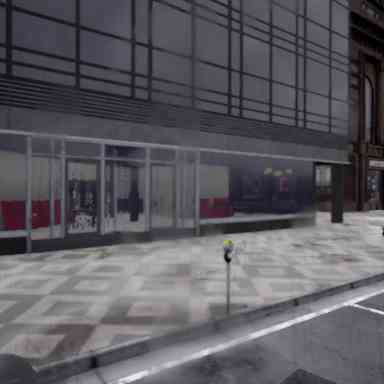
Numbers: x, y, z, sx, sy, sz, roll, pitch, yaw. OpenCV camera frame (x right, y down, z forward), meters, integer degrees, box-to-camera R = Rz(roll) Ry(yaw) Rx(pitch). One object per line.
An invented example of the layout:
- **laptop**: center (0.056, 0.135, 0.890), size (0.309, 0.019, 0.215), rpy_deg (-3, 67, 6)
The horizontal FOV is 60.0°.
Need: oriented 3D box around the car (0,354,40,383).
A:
- **car**: center (-2.794, 1.533, 1.005), size (4.403, 1.369, 2.008), rpy_deg (0, 0, -35)
